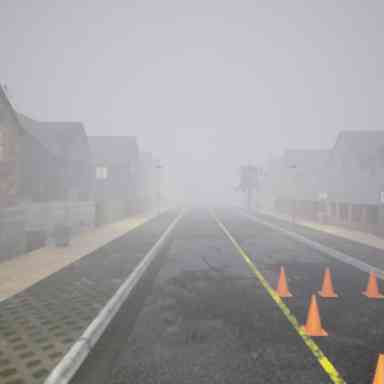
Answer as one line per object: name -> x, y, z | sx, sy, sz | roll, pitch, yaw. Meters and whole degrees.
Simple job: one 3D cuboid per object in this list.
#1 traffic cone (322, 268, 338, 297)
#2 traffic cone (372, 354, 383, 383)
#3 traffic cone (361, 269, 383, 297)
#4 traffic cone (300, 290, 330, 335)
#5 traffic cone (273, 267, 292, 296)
traffic cone -> 3.023, 1.995, 7.431 | 0.340, 0.580, 0.340 | 1, 0, 1
traffic cone -> 1.963, 1.979, 3.446 | 0.340, 0.580, 0.340 | 1, 0, 1
traffic cone -> 4.023, 2.005, 7.416 | 0.340, 0.580, 0.340 | 1, 0, 1
traffic cone -> 1.993, 1.982, 5.446 | 0.340, 0.580, 0.340 | 1, 0, 1
traffic cone -> 2.023, 1.986, 7.446 | 0.340, 0.580, 0.340 | 1, 0, 1
